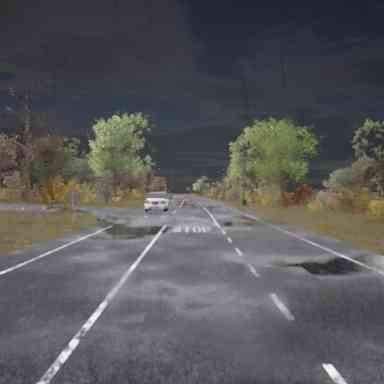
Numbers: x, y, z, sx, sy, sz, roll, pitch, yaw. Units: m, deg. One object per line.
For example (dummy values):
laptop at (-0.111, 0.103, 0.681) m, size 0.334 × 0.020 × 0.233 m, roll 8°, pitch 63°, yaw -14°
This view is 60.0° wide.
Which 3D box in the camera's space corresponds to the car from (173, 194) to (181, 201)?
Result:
car at (-3.847, 1.318, 85.861) m, size 2.097 × 1.767 × 4.553 m, roll 0°, pitch 0°, yaw 0°

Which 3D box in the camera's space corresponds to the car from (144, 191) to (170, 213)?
car at (-3.493, 0.959, 34.017) m, size 2.150 × 2.045 × 5.566 m, roll 1°, pitch 0°, yaw 0°
